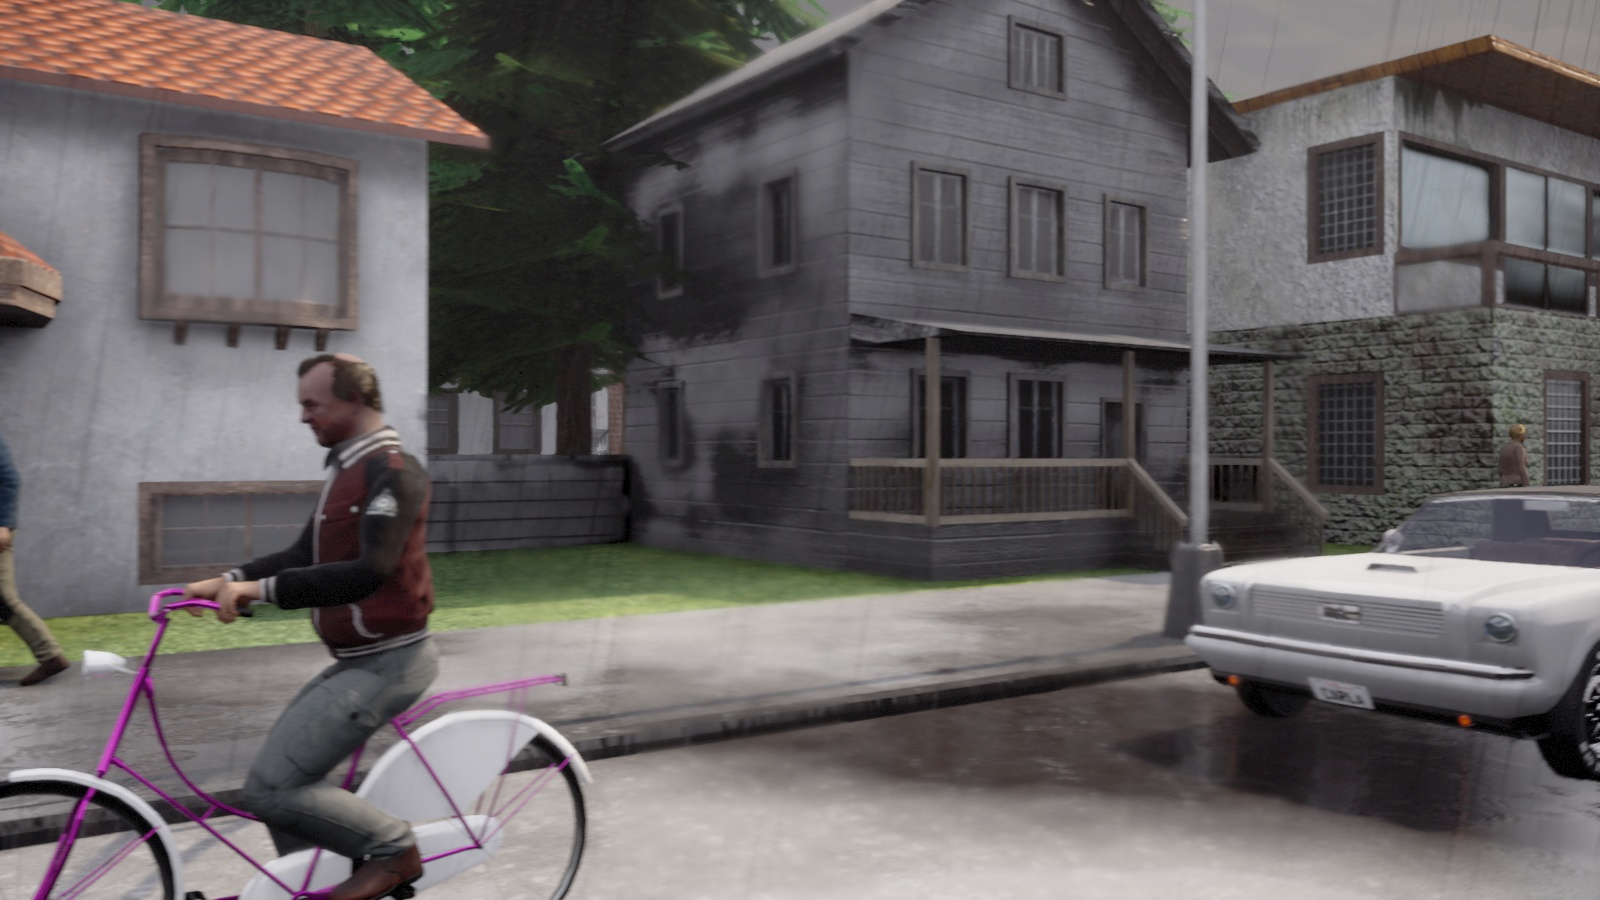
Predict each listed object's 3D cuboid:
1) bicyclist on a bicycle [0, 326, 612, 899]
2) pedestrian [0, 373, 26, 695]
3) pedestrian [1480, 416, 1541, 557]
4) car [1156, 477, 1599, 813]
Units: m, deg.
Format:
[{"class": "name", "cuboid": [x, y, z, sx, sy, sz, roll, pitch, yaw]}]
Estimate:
[{"class": "bicyclist on a bicycle", "cuboid": [-1.473, 0.626, 3.255, 1.843, 1.776, 0.659, 0, 0, -35]}, {"class": "pedestrian", "cuboid": [-4.883, 0.482, 7.218, 0.726, 1.842, 0.402, 0, 0, -34]}, {"class": "pedestrian", "cuboid": [9.428, 0.475, 16.677, 0.634, 1.846, 0.331, 0, 0, -10]}, {"class": "car", "cuboid": [4.393, 0.854, 7.322, 4.718, 1.301, 1.895, 0, 0, -35]}]
